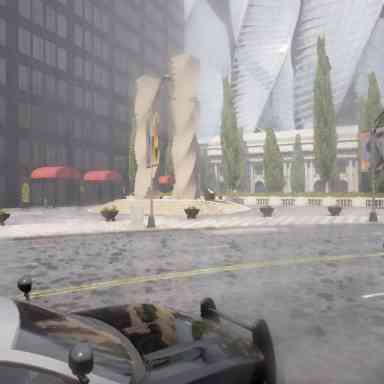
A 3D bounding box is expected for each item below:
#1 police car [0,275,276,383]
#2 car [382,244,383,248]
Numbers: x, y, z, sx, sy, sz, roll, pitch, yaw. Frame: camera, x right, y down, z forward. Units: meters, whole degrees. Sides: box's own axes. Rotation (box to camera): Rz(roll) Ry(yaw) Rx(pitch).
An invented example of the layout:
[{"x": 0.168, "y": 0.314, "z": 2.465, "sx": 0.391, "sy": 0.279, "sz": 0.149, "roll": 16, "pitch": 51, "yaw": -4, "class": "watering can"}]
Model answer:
[{"x": -1.534, "y": 1.424, "z": 2.185, "sx": 5.238, "sy": 1.638, "sz": 1.930, "roll": 0, "pitch": 0, "yaw": -35, "class": "police car"}, {"x": 8.956, "y": 1.562, "z": 10.772, "sx": 5.357, "sy": 1.411, "sz": 2.033, "roll": 0, "pitch": 0, "yaw": -14, "class": "car"}]
